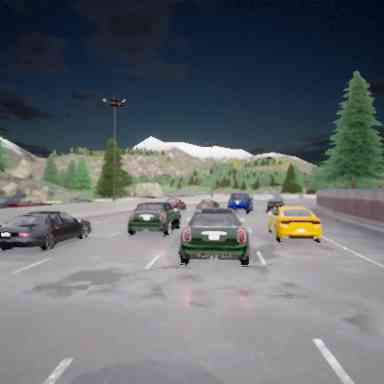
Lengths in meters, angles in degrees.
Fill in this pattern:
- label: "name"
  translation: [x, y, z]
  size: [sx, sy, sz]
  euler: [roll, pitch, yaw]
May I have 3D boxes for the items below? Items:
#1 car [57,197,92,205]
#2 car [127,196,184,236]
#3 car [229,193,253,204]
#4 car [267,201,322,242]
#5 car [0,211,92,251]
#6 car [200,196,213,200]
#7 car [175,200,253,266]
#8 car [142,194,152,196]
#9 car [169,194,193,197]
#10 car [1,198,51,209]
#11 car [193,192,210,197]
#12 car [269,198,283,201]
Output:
- label: "car"
  translation: [-12.750, 1.359, 36.321]
  size: [2.128, 1.511, 4.902]
  euler: [0, 0, 15]
- label: "car"
  translation: [-1.904, 1.295, 18.206]
  size: [2.097, 1.767, 4.553]
  euler: [0, 0, 8]
- label: "car"
  translation: [5.154, 1.133, 34.969]
  size: [2.150, 2.045, 5.566]
  euler: [0, 0, 16]
- label: "car"
  translation: [4.855, 1.442, 16.205]
  size: [1.882, 1.535, 5.008]
  euler: [0, 0, 7]
- label: "car"
  translation: [-6.038, 1.494, 13.823]
  size: [2.033, 1.411, 5.357]
  euler: [0, 0, 6]
- label: "car"
  translation: [1.790, 1.465, 35.763]
  size: [1.994, 1.385, 4.181]
  euler: [0, 0, 15]
- label: "car"
  translation: [0.827, 1.320, 11.693]
  size: [2.097, 1.767, 4.553]
  euler: [0, 0, 5]
- label: "car"
  translation: [-10.064, 1.283, 72.881]
  size: [2.128, 1.511, 4.902]
  euler: [0, 0, 26]
- label: "car"
  translation: [-2.384, 1.141, 72.490]
  size: [2.097, 1.767, 4.553]
  euler: [0, 0, 28]
- label: "car"
  translation: [-16.862, 1.463, 34.335]
  size: [1.895, 1.301, 4.718]
  euler: [0, 0, 13]
- label: "car"
  translation: [2.041, 1.017, 73.243]
  size: [2.150, 2.045, 5.566]
  euler: [0, 0, 28]
- label: "car"
  translation: [9.209, 1.422, 36.300]
  size: [1.837, 1.490, 4.892]
  euler: [0, 0, 16]
